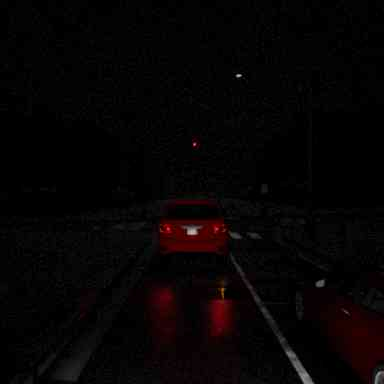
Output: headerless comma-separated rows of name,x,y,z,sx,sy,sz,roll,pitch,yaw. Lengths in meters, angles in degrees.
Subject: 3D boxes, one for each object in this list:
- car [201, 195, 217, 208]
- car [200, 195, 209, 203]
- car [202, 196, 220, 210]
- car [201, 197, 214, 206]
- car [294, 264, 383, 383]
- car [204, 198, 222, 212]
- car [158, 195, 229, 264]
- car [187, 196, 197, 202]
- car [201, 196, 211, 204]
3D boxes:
car,2.624,1.470,52.408,2.192,1.841,5.009,-1,0,0
car,2.981,1.656,79.773,2.097,1.767,4.553,0,0,0
car,2.625,1.445,47.005,2.192,1.841,5.009,-1,0,0
car,2.624,1.621,57.810,1.967,1.590,4.097,-1,0,0
car,2.633,1.586,4.259,1.802,1.307,4.206,0,0,0
car,2.627,1.547,41.603,1.967,1.590,4.097,-1,0,0
car,0.107,1.235,12.030,2.150,2.045,5.566,0,0,2
car,-0.007,1.657,77.079,2.033,1.411,5.357,0,0,0
car,3.019,1.718,72.992,1.801,1.575,5.366,0,0,0
